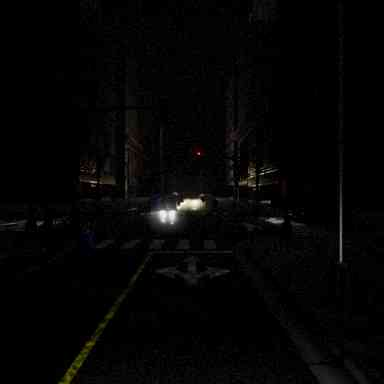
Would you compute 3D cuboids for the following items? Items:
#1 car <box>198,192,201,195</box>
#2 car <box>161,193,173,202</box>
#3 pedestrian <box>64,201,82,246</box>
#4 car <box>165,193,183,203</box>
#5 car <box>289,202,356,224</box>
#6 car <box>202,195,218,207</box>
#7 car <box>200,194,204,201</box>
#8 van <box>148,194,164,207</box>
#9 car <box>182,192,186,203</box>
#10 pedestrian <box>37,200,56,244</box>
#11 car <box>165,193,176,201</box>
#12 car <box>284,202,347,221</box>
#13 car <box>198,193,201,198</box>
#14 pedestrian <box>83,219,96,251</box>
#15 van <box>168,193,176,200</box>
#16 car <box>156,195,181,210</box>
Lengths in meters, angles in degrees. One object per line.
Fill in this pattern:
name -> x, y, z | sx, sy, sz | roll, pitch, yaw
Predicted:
car -> 3.187, 1.418, 95.281 | 1.802, 1.307, 4.206 | 0, 0, 0
car -> -5.485, 1.220, 72.739 | 2.192, 1.841, 5.009 | 0, 0, 0
pedestrian -> -4.932, 1.289, 13.807 | 0.375, 1.860, 0.375 | 0, 0, 0
car -> -2.846, 1.426, 53.114 | 1.882, 1.535, 5.008 | 0, 0, 1
car -> 10.301, 1.680, 25.995 | 4.674, 1.442, 1.812 | 1, 0, -3
car -> 2.889, 1.519, 50.089 | 1.947, 1.339, 4.313 | 0, 0, 0
car -> 3.001, 1.501, 67.037 | 1.802, 1.307, 4.206 | 0, 0, 0
van -> -5.635, 1.295, 50.144 | 1.690, 1.788, 3.998 | 0, 0, 0
car -> -2.729, 1.275, 64.996 | 2.097, 1.767, 4.553 | 0, 0, 1
pedestrian -> -5.761, 1.139, 13.199 | 0.375, 1.860, 0.375 | 0, 0, 0
car -> -5.411, 1.188, 84.036 | 2.192, 1.841, 5.009 | 0, 0, 0
car -> 10.803, 1.679, 29.419 | 4.892, 1.490, 1.837 | 1, 0, 2
car -> 3.076, 1.434, 78.334 | 1.887, 1.381, 4.507 | 0, 0, 0
pedestrian -> -3.777, 1.571, 12.577 | 0.375, 1.300, 0.375 | 0, 0, 0
van -> -5.373, 1.196, 89.685 | 1.690, 1.788, 3.998 | 0, 0, 0
car -> -2.919, 1.456, 42.624 | 2.128, 1.511, 4.902 | 0, 0, 1
